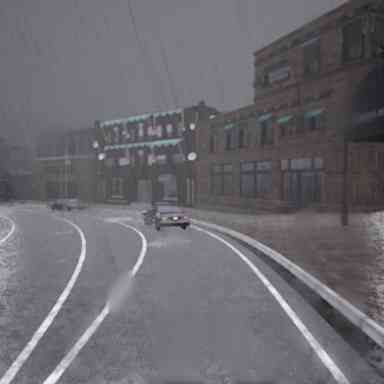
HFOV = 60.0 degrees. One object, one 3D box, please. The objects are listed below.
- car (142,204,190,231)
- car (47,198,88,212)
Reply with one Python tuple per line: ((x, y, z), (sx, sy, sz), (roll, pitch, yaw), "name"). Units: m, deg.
((-1.726, 1.446, 20.240), (2.033, 1.411, 5.357), (-1, 1, -19), "car")
((-13.335, 1.320, 35.493), (5.357, 1.411, 2.033), (0, 1, 38), "car")
